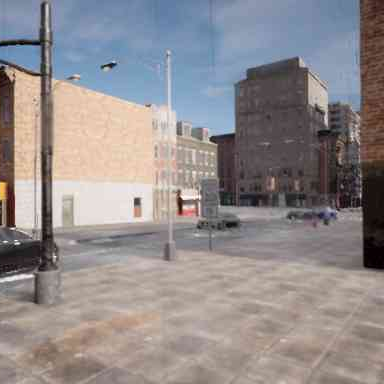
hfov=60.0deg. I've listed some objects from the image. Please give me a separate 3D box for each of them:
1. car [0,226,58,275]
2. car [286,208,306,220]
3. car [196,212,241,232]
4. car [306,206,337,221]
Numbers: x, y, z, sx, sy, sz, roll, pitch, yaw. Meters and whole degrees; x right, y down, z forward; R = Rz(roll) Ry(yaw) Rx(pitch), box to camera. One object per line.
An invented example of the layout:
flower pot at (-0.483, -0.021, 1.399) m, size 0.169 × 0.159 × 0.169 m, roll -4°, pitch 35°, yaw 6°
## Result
car at (-5.785, 1.724, 9.491) m, size 1.837 × 1.490 × 4.892 m, roll -4°, pitch -3°, yaw 10°
car at (13.385, 2.694, 41.167) m, size 2.033 × 1.411 × 5.357 m, roll -1°, pitch -2°, yaw 36°
car at (2.140, 2.239, 25.750) m, size 1.994 × 1.385 × 4.181 m, roll -1°, pitch -2°, yaw 36°
car at (15.554, 2.430, 39.262) m, size 2.097 × 1.767 × 4.553 m, roll -1°, pitch -2°, yaw 38°
